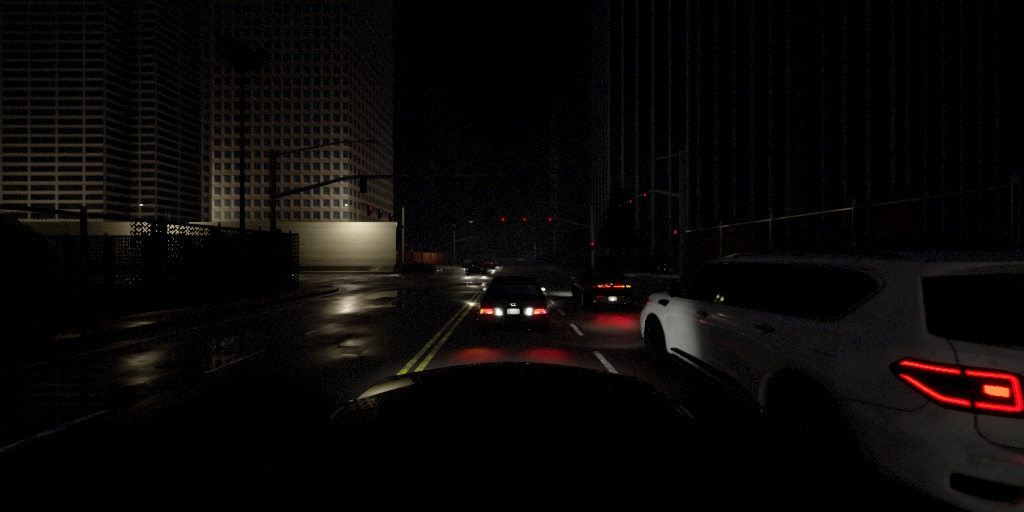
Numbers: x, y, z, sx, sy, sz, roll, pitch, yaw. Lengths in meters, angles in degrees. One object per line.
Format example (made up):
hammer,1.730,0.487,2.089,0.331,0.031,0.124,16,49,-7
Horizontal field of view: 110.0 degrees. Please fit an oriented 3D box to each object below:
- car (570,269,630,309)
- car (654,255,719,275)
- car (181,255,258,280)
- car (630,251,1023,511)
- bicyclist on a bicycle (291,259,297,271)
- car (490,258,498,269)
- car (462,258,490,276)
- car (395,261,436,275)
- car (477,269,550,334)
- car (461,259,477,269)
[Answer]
car,3.636,1.255,15.026,1.837,1.490,4.892,0,0,2
car,17.851,0.916,36.882,5.566,2.045,2.150,0,0,0
car,-24.086,0.917,29.768,5.566,2.045,2.150,0,0,0
car,3.600,0.972,4.698,2.150,2.045,5.566,0,0,0
bicyclist on a bicycle,-25.578,0.995,41.753,0.582,1.620,1.656,0,0,0
car,-3.594,1.103,53.485,2.097,1.767,4.553,0,0,0
car,-3.602,1.200,36.966,1.882,1.535,5.008,0,0,0
car,-10.312,1.281,38.481,4.181,1.385,1.994,0,1,-40
car,0.055,1.297,10.600,2.033,1.411,5.357,0,0,1
car,-7.090,1.297,59.377,2.033,1.411,5.357,0,0,0
